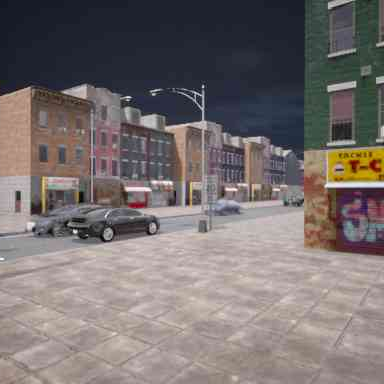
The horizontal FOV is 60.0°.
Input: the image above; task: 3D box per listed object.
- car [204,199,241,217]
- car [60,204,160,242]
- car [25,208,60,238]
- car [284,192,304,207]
[{"bbox_3d":[2.842,1.373,30.036,1.812,1.442,4.674,0,0,36],"label":"car"},{"bbox_3d":[-3.580,1.443,16.193,1.837,1.490,4.892,0,0,36],"label":"car"},{"bbox_3d":[-6.148,1.421,17.493,2.128,1.511,4.902,0,0,36],"label":"car"},{"bbox_3d":[14.645,0.967,46.353,2.150,2.045,5.566,0,0,36],"label":"car"}]
